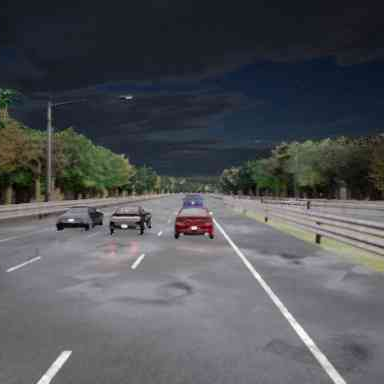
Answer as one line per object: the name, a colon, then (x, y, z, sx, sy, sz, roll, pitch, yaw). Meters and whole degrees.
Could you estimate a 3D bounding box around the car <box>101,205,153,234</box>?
car: (-3.400, 1.505, 19.153, 2.128, 1.511, 4.902, 0, 0, 0)

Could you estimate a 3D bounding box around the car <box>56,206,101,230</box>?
car: (-6.903, 1.579, 21.009, 1.994, 1.385, 4.181, 0, 0, 0)

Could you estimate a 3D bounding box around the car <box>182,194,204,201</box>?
car: (0.098, 1.253, 36.775, 2.150, 2.045, 5.566, 0, 0, 0)

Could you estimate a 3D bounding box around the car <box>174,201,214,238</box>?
car: (0.099, 1.490, 17.626, 1.882, 1.535, 5.008, 0, 0, 0)

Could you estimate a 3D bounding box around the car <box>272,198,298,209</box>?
car: (13.673, 1.625, 49.038, 1.882, 1.535, 5.008, 0, 0, -15)
